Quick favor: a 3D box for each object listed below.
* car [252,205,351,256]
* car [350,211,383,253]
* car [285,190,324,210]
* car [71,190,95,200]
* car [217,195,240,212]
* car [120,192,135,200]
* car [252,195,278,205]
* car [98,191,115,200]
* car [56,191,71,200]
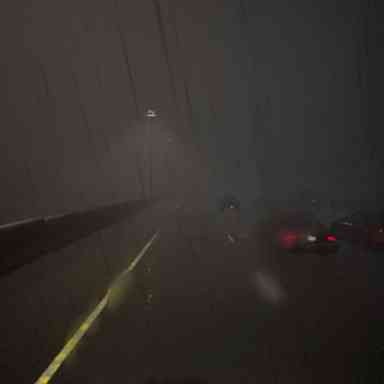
[{"bbox_3d":[3.600,1.431,12.504,2.033,1.411,5.357,0,1,0],"label":"car"},{"bbox_3d":[7.098,1.442,13.082,1.994,1.385,4.181,0,1,0],"label":"car"},{"bbox_3d":[10.599,0.820,31.697,2.150,2.045,5.566,0,1,0],"label":"car"},{"bbox_3d":[-17.562,0.427,54.764,2.097,1.767,4.553,0,2,0],"label":"car"},{"bbox_3d":[3.598,1.085,32.668,1.837,1.490,4.892,0,1,0],"label":"car"},{"bbox_3d":[-10.569,0.640,54.718,1.994,1.385,4.181,0,2,0],"label":"car"},{"bbox_3d":[7.098,1.074,32.542,2.128,1.511,4.902,0,1,0],"label":"car"},{"bbox_3d":[-14.063,0.572,55.076,1.837,1.490,4.892,0,2,0],"label":"car"},{"bbox_3d":[-21.043,0.574,55.754,1.812,1.442,4.674,0,2,1],"label":"car"}]
